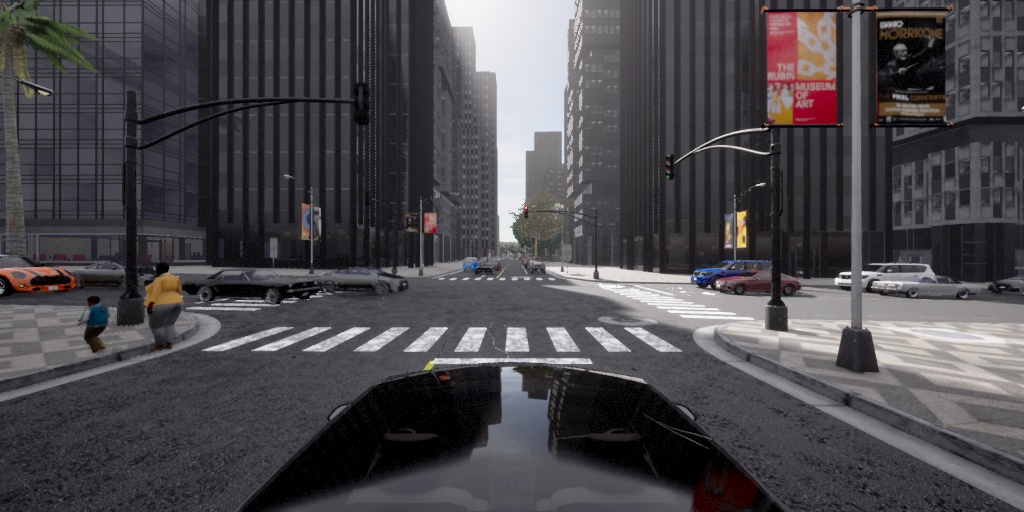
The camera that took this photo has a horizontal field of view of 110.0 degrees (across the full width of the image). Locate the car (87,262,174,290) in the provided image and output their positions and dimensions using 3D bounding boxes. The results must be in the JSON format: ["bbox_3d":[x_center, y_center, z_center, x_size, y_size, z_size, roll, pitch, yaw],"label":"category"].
[{"bbox_3d":[-19.927,0.985,18.408,4.181,1.385,1.994,1,0,0],"label":"car"}]

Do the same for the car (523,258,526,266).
[{"bbox_3d":[3.104,1.312,52.809,2.007,1.370,4.403,0,0,1],"label":"car"}]

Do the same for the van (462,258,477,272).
[{"bbox_3d":[-5.476,1.101,47.380,1.690,1.789,3.998,0,0,1],"label":"van"}]

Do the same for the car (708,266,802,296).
[{"bbox_3d":[14.846,1.579,21.713,4.674,1.442,1.812,1,0,0],"label":"car"}]

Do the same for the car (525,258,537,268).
[{"bbox_3d":[3.050,1.285,47.467,1.751,1.417,4.829,0,0,1],"label":"car"}]

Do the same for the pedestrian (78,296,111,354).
[{"bbox_3d":[-7.799,1.273,6.757,0.500,1.100,0.500,0,0,0],"label":"pedestrian"}]

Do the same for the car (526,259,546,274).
[{"bbox_3d":[2.993,1.308,41.784,2.007,1.370,4.403,0,0,1],"label":"car"}]

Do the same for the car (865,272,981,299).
[{"bbox_3d":[24.827,1.842,21.670,4.718,1.301,1.895,1,0,0],"label":"car"}]

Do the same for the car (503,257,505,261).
[{"bbox_3d":[-2.674,1.270,59.533,1.837,1.490,4.892,0,0,1],"label":"car"}]

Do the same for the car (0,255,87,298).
[{"bbox_3d":[-21.624,0.739,15.165,4.553,1.767,2.097,1,0,0],"label":"car"}]

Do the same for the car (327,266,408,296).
[{"bbox_3d":[-7.509,1.222,18.348,4.181,1.385,1.994,2,0,0],"label":"car"}]

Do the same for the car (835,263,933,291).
[{"bbox_3d":[25.888,1.487,24.914,5.566,2.045,2.150,1,0,0],"label":"car"}]

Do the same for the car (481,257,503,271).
[{"bbox_3d":[-2.783,1.113,49.283,2.097,1.767,4.553,0,0,1],"label":"car"}]

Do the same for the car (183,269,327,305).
[{"bbox_3d":[-10.452,1.182,14.607,4.718,1.301,1.895,1,0,7],"label":"car"}]

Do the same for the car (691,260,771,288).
[{"bbox_3d":[15.533,1.294,24.954,5.566,2.045,2.150,1,0,0],"label":"car"}]

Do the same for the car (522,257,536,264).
[{"bbox_3d":[3.160,1.079,58.322,2.192,1.841,5.009,0,0,1],"label":"car"}]

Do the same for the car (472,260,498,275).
[{"bbox_3d":[-2.890,1.358,39.000,1.895,1.301,4.718,0,0,1],"label":"car"}]

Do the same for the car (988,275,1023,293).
[{"bbox_3d":[36.028,2.024,24.859,4.181,1.385,1.994,1,0,0],"label":"car"}]

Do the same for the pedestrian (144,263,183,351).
[{"bbox_3d":[-7.354,1.044,7.582,0.375,1.860,0.375,0,0,0],"label":"pedestrian"}]
